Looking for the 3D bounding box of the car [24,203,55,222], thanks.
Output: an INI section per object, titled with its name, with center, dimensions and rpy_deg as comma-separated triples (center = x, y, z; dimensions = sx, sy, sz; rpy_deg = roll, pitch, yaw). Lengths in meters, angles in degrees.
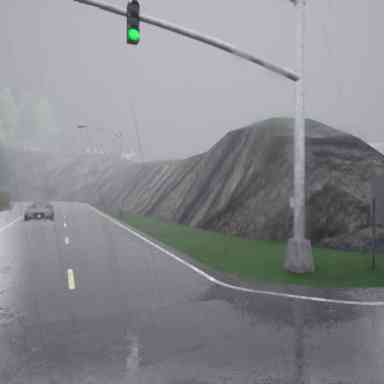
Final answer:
[car]
center = -11.778, 1.534, 25.850
dimensions = 1.994, 1.385, 4.181
rpy_deg = 0, 0, -21
